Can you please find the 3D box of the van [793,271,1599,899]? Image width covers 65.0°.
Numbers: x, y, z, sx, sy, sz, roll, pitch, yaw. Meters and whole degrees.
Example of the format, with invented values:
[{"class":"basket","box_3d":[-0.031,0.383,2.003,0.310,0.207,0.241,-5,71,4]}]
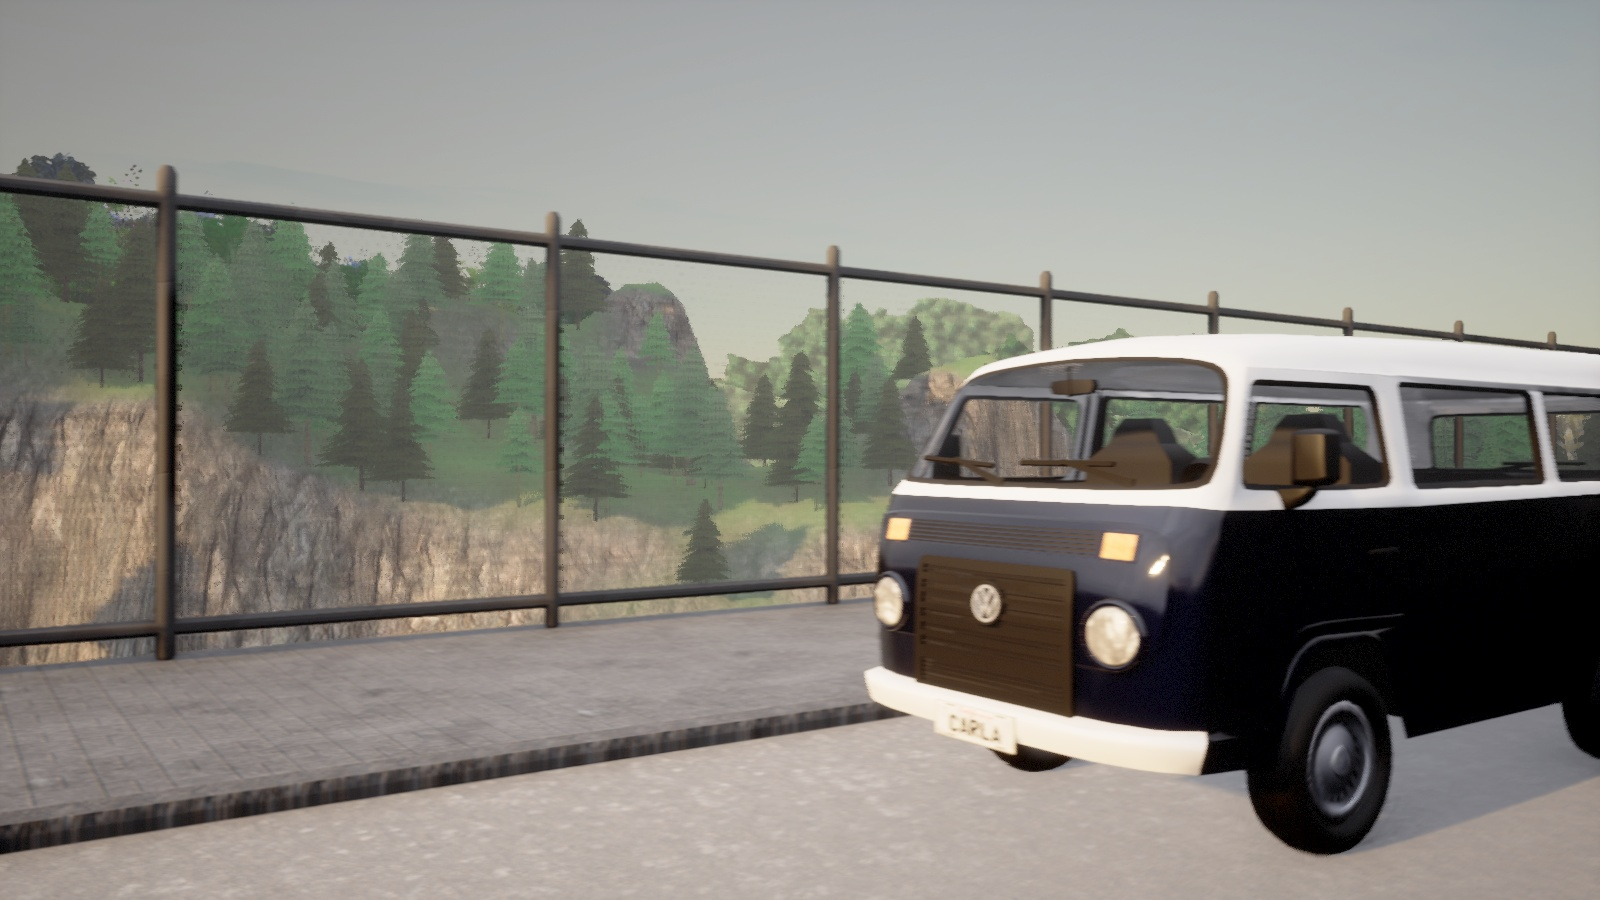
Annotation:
[{"class":"van","box_3d":[2.400,0.477,5.939,4.480,2.038,2.069,0,0,-35]}]
